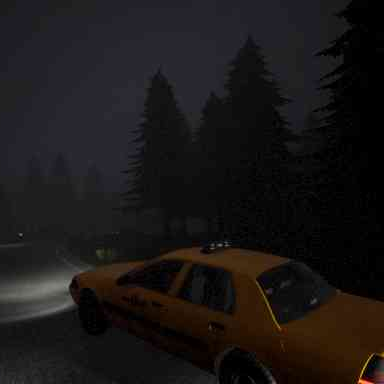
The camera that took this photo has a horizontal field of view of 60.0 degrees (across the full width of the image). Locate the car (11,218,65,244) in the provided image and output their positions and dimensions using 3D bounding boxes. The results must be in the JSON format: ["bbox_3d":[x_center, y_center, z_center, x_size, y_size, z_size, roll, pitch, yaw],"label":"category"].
[{"bbox_3d":[-12.743,3.225,28.129,2.150,2.045,5.566,-4,-7,7],"label":"car"}]

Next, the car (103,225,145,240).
[{"bbox_3d":[-7.437,4.509,36.957,2.033,1.411,5.357,-4,-8,20],"label":"car"}]

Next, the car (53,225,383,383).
[{"bbox_3d":[0.139,1.440,4.738,5.366,1.575,1.801,0,1,43],"label":"car"}]

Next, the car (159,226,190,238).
[{"bbox_3d":[-2.318,5.542,46.264,1.882,1.535,5.008,-5,-8,30],"label":"car"}]
